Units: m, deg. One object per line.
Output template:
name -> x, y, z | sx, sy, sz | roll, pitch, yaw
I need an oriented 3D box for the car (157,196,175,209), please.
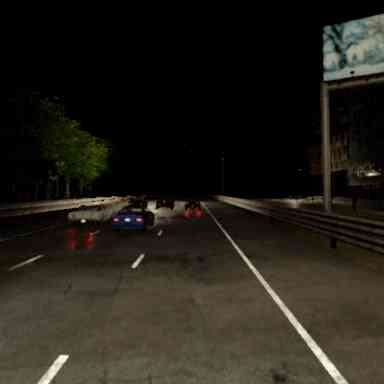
car -> -3.306, 1.231, 41.947 | 2.097, 1.767, 4.553 | 0, 0, 0

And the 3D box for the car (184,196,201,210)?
car -> 0.123, 1.408, 40.530 | 1.812, 1.442, 4.674 | 0, 0, 1

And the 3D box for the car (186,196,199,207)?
car -> 0.109, 1.387, 48.954 | 1.812, 1.442, 4.674 | 0, 0, 0

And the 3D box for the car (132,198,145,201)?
car -> -6.811, 1.478, 42.848 | 1.895, 1.301, 4.718 | 0, 0, 0

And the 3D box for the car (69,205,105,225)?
car -> -6.846, 1.535, 23.196 | 1.895, 1.301, 4.718 | 0, 0, 0

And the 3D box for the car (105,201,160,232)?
car -> -3.354, 1.492, 19.845 | 2.033, 1.411, 5.357 | 0, 0, 0
